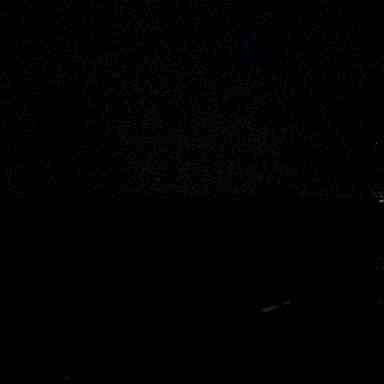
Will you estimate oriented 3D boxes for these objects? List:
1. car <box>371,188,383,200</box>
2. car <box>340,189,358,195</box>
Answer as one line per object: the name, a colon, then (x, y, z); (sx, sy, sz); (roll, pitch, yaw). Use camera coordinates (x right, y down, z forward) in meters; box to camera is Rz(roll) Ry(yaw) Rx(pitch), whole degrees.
car: (33.239, 0.298, 58.331); (2.150, 2.045, 5.566); (1, 2, 10)
car: (37.538, -0.008, 79.624); (2.033, 1.411, 5.357); (1, 1, -7)
